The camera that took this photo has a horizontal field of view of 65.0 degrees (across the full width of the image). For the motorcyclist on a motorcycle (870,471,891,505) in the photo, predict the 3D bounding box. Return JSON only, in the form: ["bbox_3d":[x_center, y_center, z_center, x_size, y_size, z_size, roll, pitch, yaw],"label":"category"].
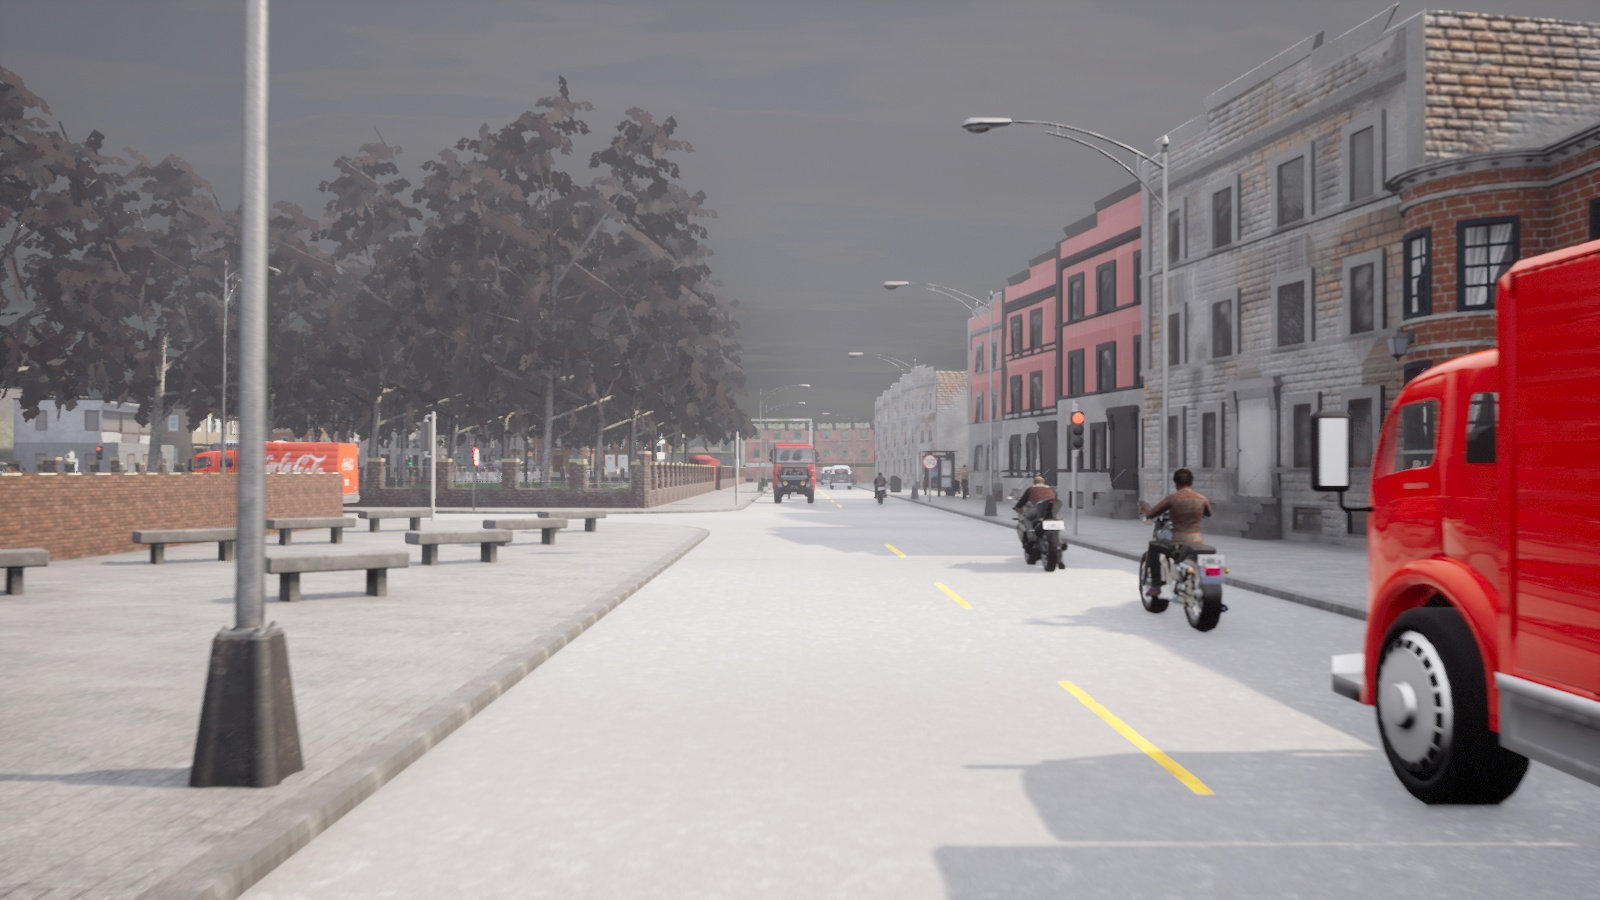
[{"bbox_3d":[3.749,1.765,58.711,0.797,1.523,2.044,0,-1,0],"label":"motorcyclist on a motorcycle"}]

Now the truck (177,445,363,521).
[{"bbox_3d":[-17.830,1.110,42.483,5.204,2.467,2.627,0,-1,-1],"label":"truck"}]

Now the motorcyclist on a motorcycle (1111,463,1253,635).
[{"bbox_3d":[3.964,0.971,13.255,0.766,1.649,2.350,0,-1,0],"label":"motorcyclist on a motorcycle"}]

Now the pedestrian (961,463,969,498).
[{"bbox_3d":[8.670,1.596,66.104,0.345,1.836,0.594,0,-1,0],"label":"pedestrian"}]

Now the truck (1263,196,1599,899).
[{"bbox_3d":[3.986,0.389,4.601,2.627,2.467,5.204,0,-1,0],"label":"truck"}]

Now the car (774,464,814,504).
[{"bbox_3d":[-0.260,1.647,61.878,1.905,1.878,3.866,0,-1,0],"label":"car"}]

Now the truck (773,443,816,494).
[{"bbox_3d":[-0.403,1.310,88.169,2.891,3.462,7.936,0,-1,0],"label":"truck"}]

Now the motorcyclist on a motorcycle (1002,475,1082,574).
[{"bbox_3d":[3.930,1.179,20.605,0.866,1.530,2.191,0,-1,0],"label":"motorcyclist on a motorcycle"}]
